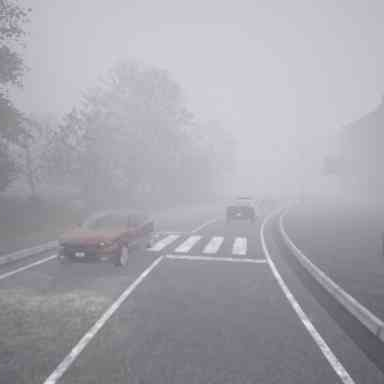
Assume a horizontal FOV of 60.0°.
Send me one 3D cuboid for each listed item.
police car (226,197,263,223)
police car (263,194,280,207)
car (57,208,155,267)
[{"bbox_3d":[3.706,1.209,23.819,1.930,1.638,5.238,1,1,15],"label":"police car"},{"bbox_3d":[9.786,0.996,41.379,2.038,1.542,4.974,2,2,21],"label":"police car"},{"bbox_3d":[-2.634,1.366,11.316,1.882,1.535,5.008,1,1,8],"label":"car"}]
